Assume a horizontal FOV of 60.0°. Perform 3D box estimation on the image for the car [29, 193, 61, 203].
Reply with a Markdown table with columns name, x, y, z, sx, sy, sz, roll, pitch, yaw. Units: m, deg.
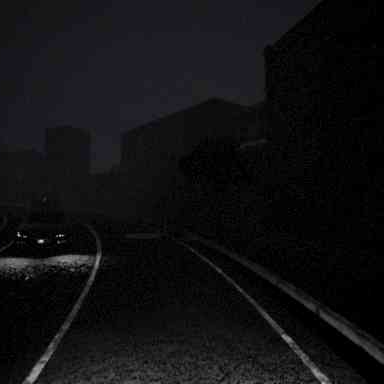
| name | x | y | z | sx | sy | sz | roll | pitch | yaw |
| --- | --- | --- | --- | --- | --- | --- | --- | --- | --- |
| car | -16.626 | 0.880 | 37.489 | 4.553 | 1.767 | 2.097 | 2 | -1 | 44 |

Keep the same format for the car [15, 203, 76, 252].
| name | x | y | z | sx | sy | sz | roll | pitch | yaw |
| --- | --- | --- | --- | --- | --- | --- | --- | --- | --- |
| car | -5.950 | 1.424 | 13.784 | 1.837 | 1.490 | 4.892 | 1 | 0 | -18 |
